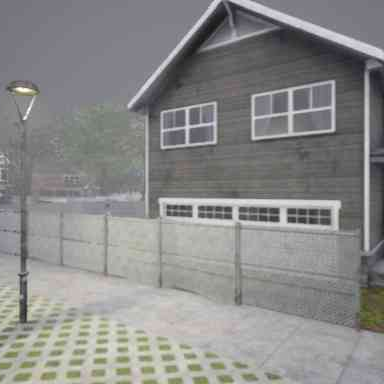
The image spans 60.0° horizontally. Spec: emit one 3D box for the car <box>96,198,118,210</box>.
[{"bbox_3d":[-12.038,1.621,46.298,2.128,1.511,4.902,0,0,19],"label":"car"}]

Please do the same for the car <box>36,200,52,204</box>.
[{"bbox_3d":[-16.330,1.614,34.709,1.837,1.490,4.892,0,-1,21],"label":"car"}]

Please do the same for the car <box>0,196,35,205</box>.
[{"bbox_3d":[-16.289,1.296,27.453,2.150,2.045,5.566,0,0,25],"label":"car"}]
